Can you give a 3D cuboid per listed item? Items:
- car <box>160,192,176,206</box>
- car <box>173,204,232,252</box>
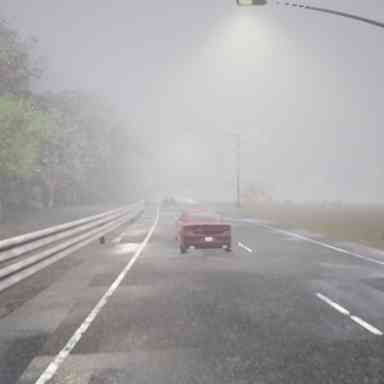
[{"bbox_3d":[-3.783,1.284,55.007,2.097,1.767,4.553,0,0,-6],"label":"car"},{"bbox_3d":[0.339,1.467,13.859,1.882,1.535,5.008,0,0,-6],"label":"car"}]
